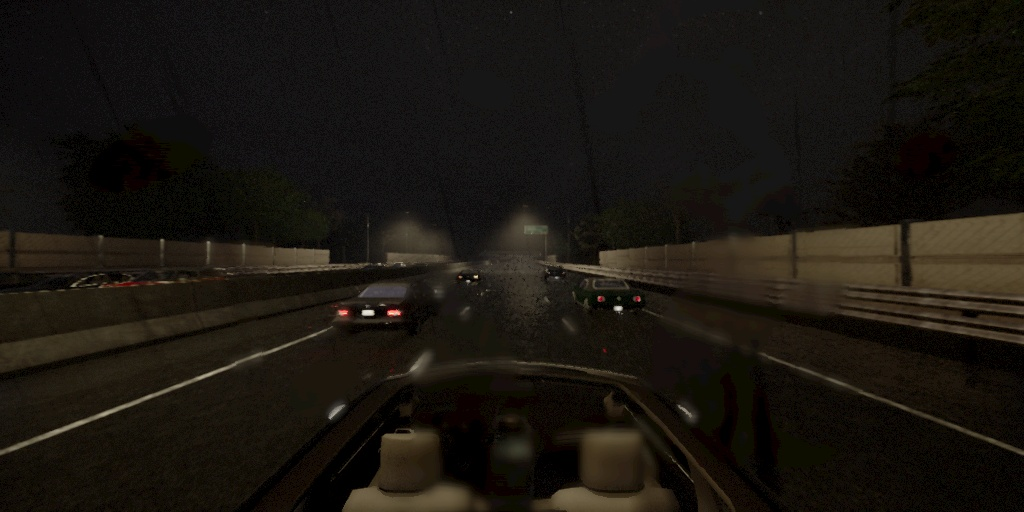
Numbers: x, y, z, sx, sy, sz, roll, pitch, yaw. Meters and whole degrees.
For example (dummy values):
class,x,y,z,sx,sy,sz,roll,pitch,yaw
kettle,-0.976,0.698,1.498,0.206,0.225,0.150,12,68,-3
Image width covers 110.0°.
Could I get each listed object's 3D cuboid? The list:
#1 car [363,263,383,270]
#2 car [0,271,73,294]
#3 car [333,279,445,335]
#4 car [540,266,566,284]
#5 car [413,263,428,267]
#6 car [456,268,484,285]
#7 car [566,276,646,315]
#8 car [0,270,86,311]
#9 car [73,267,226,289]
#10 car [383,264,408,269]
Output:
class,x,y,z,sx,sy,sz,roll,pitch,yaw
car,-21.039,1.814,54.727,2.128,1.511,4.902,0,0,1
car,-17.597,1.420,14.722,1.837,1.490,4.892,0,-1,0
car,-3.398,1.415,10.970,2.033,1.411,5.357,0,-1,0
car,3.608,1.596,31.426,2.128,1.511,4.902,0,-1,0
car,-14.045,1.830,55.152,1.837,1.490,4.892,0,0,1
car,-3.393,1.691,30.027,1.895,1.301,4.718,0,-1,0
car,3.603,1.511,14.354,1.895,1.301,4.718,0,-1,0
car,-21.097,1.389,14.438,1.882,1.535,5.008,0,-1,0
car,-14.098,1.267,14.709,2.097,1.767,4.553,0,-1,0
car,-17.535,1.873,55.154,2.033,1.411,5.357,0,0,1
